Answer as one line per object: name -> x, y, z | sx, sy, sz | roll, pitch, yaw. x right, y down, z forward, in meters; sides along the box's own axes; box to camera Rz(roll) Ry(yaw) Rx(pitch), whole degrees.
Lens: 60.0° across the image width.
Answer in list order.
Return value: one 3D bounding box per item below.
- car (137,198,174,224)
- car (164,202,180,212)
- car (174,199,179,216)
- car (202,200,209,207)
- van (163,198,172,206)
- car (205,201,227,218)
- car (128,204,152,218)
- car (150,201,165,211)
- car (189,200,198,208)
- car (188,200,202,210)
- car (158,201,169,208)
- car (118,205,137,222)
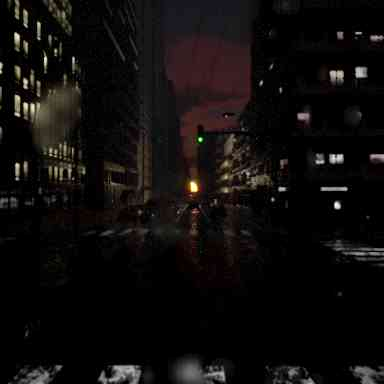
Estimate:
car -> -3.010, 1.597, 28.774 | 2.150, 2.045, 5.566 | 0, -1, 0
car -> -2.930, 2.195, 49.791 | 2.033, 1.411, 5.357 | 0, -1, 0
car -> -2.969, 1.733, 39.252 | 2.150, 2.045, 5.566 | 0, -1, 0
car -> 2.897, 2.350, 70.196 | 1.967, 1.590, 4.097 | -1, -1, 0
van -> -5.467, 2.330, 75.877 | 1.690, 1.788, 3.998 | -1, -1, 0
car -> 2.793, 2.019, 36.270 | 2.008, 1.369, 4.403 | -1, -1, 0
car -> -5.587, 2.040, 36.295 | 1.947, 1.339, 4.313 | -1, -1, 0
car -> -5.534, 2.239, 53.258 | 1.887, 1.381, 4.507 | -1, -1, 0
car -> 0.277, 2.366, 68.448 | 1.882, 1.535, 5.008 | 0, -1, 0
car -> 0.283, 2.217, 56.966 | 1.882, 1.535, 5.008 | 0, -1, 0
car -> -5.499, 2.386, 64.566 | 1.887, 1.381, 4.507 | -1, -1, 0
car -> -5.605, 1.924, 30.472 | 1.752, 1.417, 4.829 | -1, -1, 0
